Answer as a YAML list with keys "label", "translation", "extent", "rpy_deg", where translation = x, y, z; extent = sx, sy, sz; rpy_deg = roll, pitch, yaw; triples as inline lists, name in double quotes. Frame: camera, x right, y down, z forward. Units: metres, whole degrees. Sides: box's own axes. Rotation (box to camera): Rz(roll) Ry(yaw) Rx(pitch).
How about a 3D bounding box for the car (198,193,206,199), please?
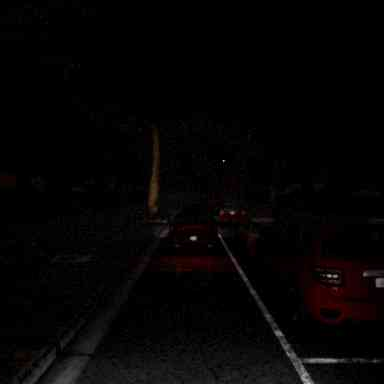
- label: "car"
  translation: [2.654, 1.044, 90.113]
  extent: [1.967, 1.590, 4.097]
  rpy_deg: [0, 0, 0]

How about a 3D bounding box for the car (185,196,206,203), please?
- label: "car"
  translation: [0.081, 1.434, 30.506]
  extent: [1.882, 1.535, 5.008]
  rpy_deg: [0, 0, 0]

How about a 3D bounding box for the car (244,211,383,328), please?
- label: "car"
  translation: [2.631, 1.316, 6.915]
  extent: [2.192, 1.841, 5.009]
  rpy_deg: [0, 0, 0]

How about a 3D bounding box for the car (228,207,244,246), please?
- label: "car"
  translation: [2.635, 1.520, 12.633]
  extent: [1.752, 1.417, 4.829]
  rpy_deg: [0, 0, 0]

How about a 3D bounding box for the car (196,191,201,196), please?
- label: "car"
  translation: [2.650, 1.040, 73.475]
  extent: [2.192, 1.841, 5.009]
  rpy_deg: [0, 0, 0]

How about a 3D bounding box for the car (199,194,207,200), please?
- label: "car"
  translation: [2.651, 1.210, 79.192]
  extent: [1.752, 1.417, 4.829]
  rpy_deg: [0, 0, 0]

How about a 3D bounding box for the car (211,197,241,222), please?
- label: "car"
  translation: [2.637, 1.415, 23.556]
  extent: [1.967, 1.590, 4.097]
  rpy_deg: [0, 0, 0]

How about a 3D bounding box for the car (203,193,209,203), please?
- label: "car"
  translation: [2.757, 1.273, 40.848]
  extent: [2.097, 1.767, 4.553]
  rpy_deg: [0, 0, 0]

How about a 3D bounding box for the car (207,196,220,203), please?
- label: "car"
  translation: [2.638, 1.401, 29.104]
  extent: [1.967, 1.590, 4.097]
  rpy_deg: [0, 0, 0]

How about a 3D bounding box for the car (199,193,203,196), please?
- label: "car"
  translation: [2.648, 1.369, 62.385]
  extent: [1.947, 1.339, 4.313]
  rpy_deg: [0, 0, 0]

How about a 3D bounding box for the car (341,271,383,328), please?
- label: "car"
  translation: [2.631, 1.551, 1.370]
  extent: [2.008, 1.369, 4.403]
  rpy_deg: [0, 0, 0]

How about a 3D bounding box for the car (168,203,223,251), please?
- label: "car"
  translation: [0.074, 1.471, 14.181]
  extent: [1.882, 1.535, 5.008]
  rpy_deg: [0, 0, 1]

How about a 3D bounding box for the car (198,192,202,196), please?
- label: "car"
  translation: [2.649, 1.289, 68.101]
  extent: [1.752, 1.417, 4.829]
  rpy_deg: [0, 0, 0]
